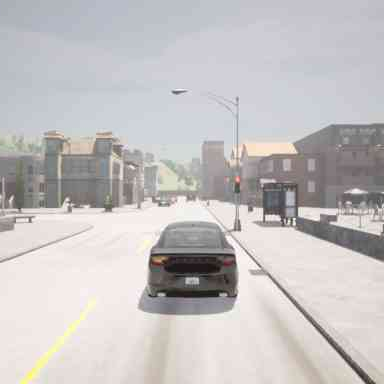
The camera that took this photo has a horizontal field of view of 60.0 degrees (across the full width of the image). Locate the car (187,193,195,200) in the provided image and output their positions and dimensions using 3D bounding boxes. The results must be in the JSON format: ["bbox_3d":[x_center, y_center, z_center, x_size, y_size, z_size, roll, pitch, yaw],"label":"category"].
[{"bbox_3d":[-0.234,1.187,87.062,2.097,1.767,4.553,0,0,0],"label":"car"}]

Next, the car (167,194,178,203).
[{"bbox_3d":[-4.190,1.355,71.183,2.097,1.767,4.553,0,0,0],"label":"car"}]

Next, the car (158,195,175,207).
[{"bbox_3d":[-4.233,1.491,52.020,2.128,1.511,4.902,0,0,0],"label":"car"}]

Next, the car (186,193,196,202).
[{"bbox_3d":[-0.205,1.216,76.702,2.150,2.045,5.566,0,0,0],"label":"car"}]

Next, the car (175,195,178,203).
[{"bbox_3d":[-4.229,1.352,61.120,2.097,1.767,4.553,0,0,0],"label":"car"}]

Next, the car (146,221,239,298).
[{"bbox_3d":[0.027,1.478,8.575,1.882,1.535,5.008,0,0,0],"label":"car"}]
